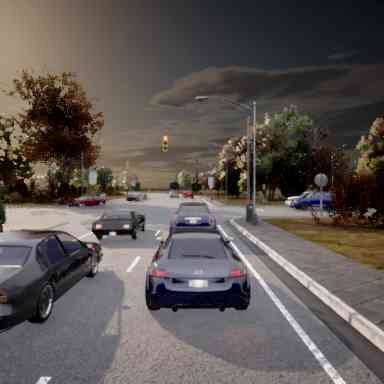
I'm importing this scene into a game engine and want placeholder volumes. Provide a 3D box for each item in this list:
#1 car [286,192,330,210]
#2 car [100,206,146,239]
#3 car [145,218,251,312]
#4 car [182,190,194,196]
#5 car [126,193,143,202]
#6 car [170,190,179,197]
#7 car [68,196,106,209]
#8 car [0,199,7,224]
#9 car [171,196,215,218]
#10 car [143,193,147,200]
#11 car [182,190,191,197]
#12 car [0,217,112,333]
[{"bbox_3d":[14.021,0.991,37.455,5.566,2.045,2.150,0,0,-3],"label":"car"},{"bbox_3d":[-3.477,1.517,16.711,1.895,1.301,4.718,0,0,-1],"label":"car"},{"bbox_3d":[0.081,1.540,7.755,1.994,1.385,4.181,0,0,-1],"label":"car"},{"bbox_3d":[-0.772,0.562,83.475,2.150,2.045,5.566,0,1,-4],"label":"car"},{"bbox_3d":[-10.800,1.199,60.837,1.895,1.301,4.718,0,0,0],"label":"car"},{"bbox_3d":[-4.320,0.882,84.154,1.994,1.385,4.181,0,1,-4],"label":"car"},{"bbox_3d":[-13.052,1.217,41.627,1.882,1.535,5.008,2,1,32],"label":"car"},{"bbox_3d":[-10.652,1.149,14.973,2.150,2.045,5.566,0,0,0],"label":"car"},{"bbox_3d":[0.044,1.270,16.389,2.097,1.767,4.553,0,0,0],"label":"car"},{"bbox_3d":[-10.872,1.005,72.824,2.128,1.511,4.902,0,1,-1],"label":"car"},{"bbox_3d":[-1.589,0.388,94.123,2.097,1.767,4.553,0,1,-7],"label":"car"},{"bbox_3d":[-3.417,1.527,7.067,2.033,1.411,5.357,0,0,-1],"label":"car"}]
